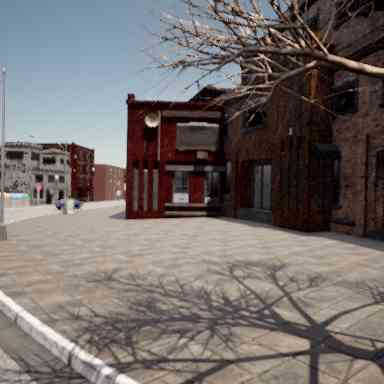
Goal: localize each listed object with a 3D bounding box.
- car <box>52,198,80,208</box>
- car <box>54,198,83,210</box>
[{"bbox_3d":[-19.498,1.648,51.798,2.033,1.411,5.357,1,0,4],"label":"car"},{"bbox_3d":[-16.276,1.719,44.340,1.895,1.301,4.718,1,0,3],"label":"car"}]
